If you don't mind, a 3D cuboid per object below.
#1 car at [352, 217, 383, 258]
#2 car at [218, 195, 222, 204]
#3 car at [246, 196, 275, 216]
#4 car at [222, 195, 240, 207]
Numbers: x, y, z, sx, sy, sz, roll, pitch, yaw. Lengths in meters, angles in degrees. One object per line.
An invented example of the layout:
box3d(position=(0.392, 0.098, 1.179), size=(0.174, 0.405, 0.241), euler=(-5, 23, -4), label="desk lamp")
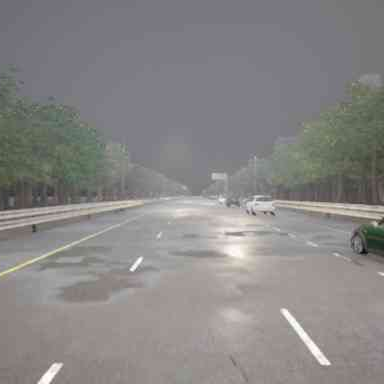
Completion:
box3d(position=(7.007, 1.372, 10.578), size=(2.097, 1.767, 4.553), euler=(0, 0, 0), label="car")
box3d(position=(7.331, 1.797, 76.505), size=(2.150, 2.045, 5.566), euler=(0, -1, 1), label="car")
box3d(position=(7.069, 1.399, 34.714), size=(2.150, 2.045, 5.566), euler=(0, -1, 0), label="car")
box3d(position=(7.199, 1.625, 59.368), size=(2.150, 2.045, 5.566), euler=(0, -1, 0), label="car")
